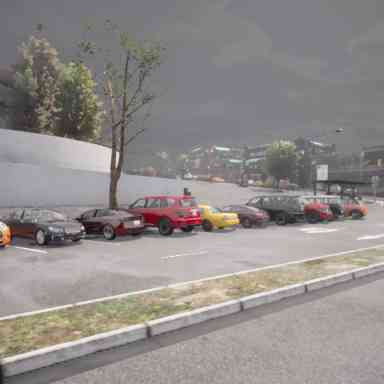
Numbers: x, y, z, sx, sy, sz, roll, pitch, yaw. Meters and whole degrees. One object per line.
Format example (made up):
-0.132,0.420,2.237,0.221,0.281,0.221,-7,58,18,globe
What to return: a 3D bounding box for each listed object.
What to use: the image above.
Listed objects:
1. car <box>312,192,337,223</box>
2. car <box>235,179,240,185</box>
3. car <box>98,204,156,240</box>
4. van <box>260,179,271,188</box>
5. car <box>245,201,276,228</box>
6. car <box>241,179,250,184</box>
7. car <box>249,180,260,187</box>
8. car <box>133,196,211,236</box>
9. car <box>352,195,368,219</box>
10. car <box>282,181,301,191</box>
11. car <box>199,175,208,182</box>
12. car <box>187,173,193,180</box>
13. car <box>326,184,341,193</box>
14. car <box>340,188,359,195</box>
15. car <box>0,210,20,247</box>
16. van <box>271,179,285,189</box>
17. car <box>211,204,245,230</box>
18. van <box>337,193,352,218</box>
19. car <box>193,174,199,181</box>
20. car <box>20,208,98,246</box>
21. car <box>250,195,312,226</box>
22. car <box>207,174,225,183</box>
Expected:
7.778,1.268,25.684,5.566,2.045,2.435,-1,-1,35,car
12.035,-2.317,79.806,2.002,1.452,4.674,7,3,35,car
-4.527,1.525,17.012,4.792,1.488,2.163,-1,-1,34,car
17.189,-1.764,72.296,1.878,1.987,4.442,7,4,35,van
2.840,1.549,22.218,4.674,1.452,2.002,-1,-1,35,car
13.780,-2.043,77.345,2.002,1.452,4.674,7,4,35,car
15.613,-1.812,75.026,1.946,1.575,5.366,7,3,35,car
-2.084,1.249,18.759,5.566,2.045,2.435,-1,-1,34,car
12.723,1.404,29.108,4.553,1.767,2.185,-1,-1,35,car
20.682,-0.992,67.465,2.231,1.521,4.892,7,3,35,car
5.071,-3.698,89.570,2.435,2.045,5.566,7,3,34,car
1.543,-4.085,94.503,2.185,1.767,4.553,4,1,33,car
25.898,-0.426,60.084,2.435,2.045,5.566,7,3,35,car
27.591,0.137,57.613,2.002,1.452,4.674,7,3,35,car
-9.411,1.367,13.536,4.553,1.767,2.185,-1,-1,34,car
18.920,-1.491,69.826,1.878,1.987,4.442,7,4,35,van
0.235,1.504,20.588,5.366,1.575,1.946,-1,-1,35,car
10.315,1.297,27.356,4.442,1.987,1.878,-1,-1,35,van
3.275,-3.850,92.035,2.185,1.767,4.553,6,3,34,car
-6.946,1.494,15.263,4.892,1.521,2.231,-1,-1,34,car
5.266,1.263,23.977,5.566,2.045,2.435,-1,-1,35,car
6.924,-3.176,87.312,1.946,1.575,5.366,7,3,34,car
